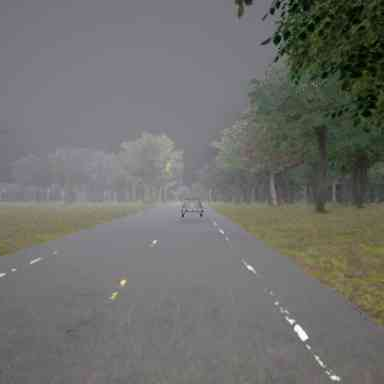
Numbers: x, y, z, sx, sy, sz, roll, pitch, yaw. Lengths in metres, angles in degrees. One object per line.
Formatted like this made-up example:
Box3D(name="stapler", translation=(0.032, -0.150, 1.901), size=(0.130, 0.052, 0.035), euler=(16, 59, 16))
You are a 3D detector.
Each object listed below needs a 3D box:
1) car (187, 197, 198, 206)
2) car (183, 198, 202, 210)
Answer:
Box3D(name="car", translation=(0.061, 1.724, 60.578), size=(1.882, 1.535, 5.008), euler=(0, -1, 0))
Box3D(name="car", translation=(0.030, 1.274, 29.753), size=(2.033, 1.649, 4.856), euler=(0, -1, 0))
